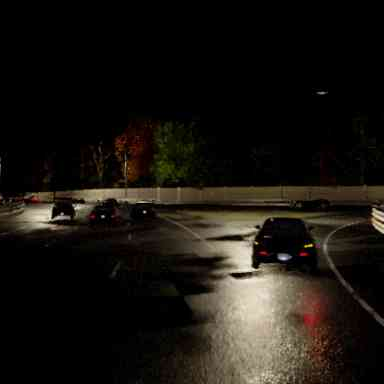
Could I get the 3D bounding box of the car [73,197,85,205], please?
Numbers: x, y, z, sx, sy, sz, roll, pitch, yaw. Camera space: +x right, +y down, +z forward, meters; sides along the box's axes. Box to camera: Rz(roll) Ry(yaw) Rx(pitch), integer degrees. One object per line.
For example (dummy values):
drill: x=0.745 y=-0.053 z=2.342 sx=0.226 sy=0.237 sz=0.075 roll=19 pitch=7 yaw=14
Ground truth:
car: x=-23.723 y=1.874 z=68.680 sx=2.128 sy=1.511 sz=4.902 roll=0 pitch=0 yaw=-39

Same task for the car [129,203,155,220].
car: x=-4.563 y=1.693 z=30.279 sx=1.994 sy=1.385 sz=4.181 roll=0 pitch=0 yaw=-15

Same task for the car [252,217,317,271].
car: x=3.051 y=1.554 z=11.037 sx=1.812 sy=1.442 sz=4.674 roll=0 pitch=0 yaw=16

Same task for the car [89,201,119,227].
car: x=-6.375 y=1.662 z=24.093 sx=2.033 sy=1.411 sz=5.357 roll=0 pitch=0 yaw=-13

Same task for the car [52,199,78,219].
car: x=-12.036 y=1.669 z=31.240 sx=1.837 sy=1.490 sz=4.892 roll=0 pitch=0 yaw=-18

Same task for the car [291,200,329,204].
car: x=14.917 y=1.334 z=42.063 sx=4.902 sy=1.511 sz=2.128 roll=0 pitch=0 yaw=5

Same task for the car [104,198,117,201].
car: x=-12.588 y=1.743 z=50.838 sx=1.837 sy=1.490 sz=4.892 roll=0 pitch=0 yaw=-27

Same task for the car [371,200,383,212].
car: x=20.060 y=1.531 z=33.788 sx=4.902 sy=1.511 sz=2.128 roll=0 pitch=0 yaw=-36
